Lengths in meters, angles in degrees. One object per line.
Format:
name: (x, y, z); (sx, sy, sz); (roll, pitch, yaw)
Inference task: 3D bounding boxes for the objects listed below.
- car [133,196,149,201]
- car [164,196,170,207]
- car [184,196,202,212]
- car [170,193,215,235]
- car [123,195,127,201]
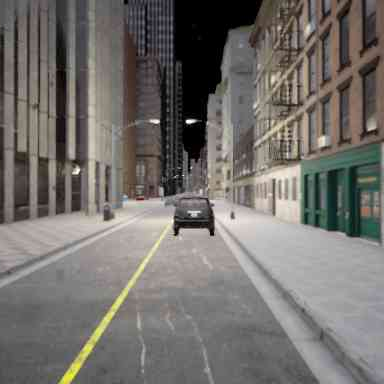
car: (-13.963, 1.792, 91.135); (4.507, 1.381, 1.887); (-1, 0, 0)
car: (-3.057, 1.381, 51.149); (2.097, 1.767, 4.553); (0, 0, 0)
car: (0.113, 1.371, 40.112); (2.097, 1.767, 4.553); (0, 0, 0)
car: (0.107, 1.228, 18.983); (2.150, 2.045, 5.566); (0, 0, 0)
car: (-19.612, 1.581, 82.629); (5.009, 1.841, 2.192); (-1, 0, 0)
